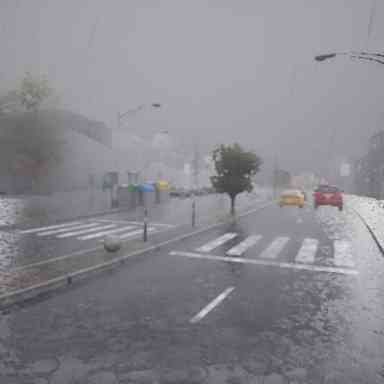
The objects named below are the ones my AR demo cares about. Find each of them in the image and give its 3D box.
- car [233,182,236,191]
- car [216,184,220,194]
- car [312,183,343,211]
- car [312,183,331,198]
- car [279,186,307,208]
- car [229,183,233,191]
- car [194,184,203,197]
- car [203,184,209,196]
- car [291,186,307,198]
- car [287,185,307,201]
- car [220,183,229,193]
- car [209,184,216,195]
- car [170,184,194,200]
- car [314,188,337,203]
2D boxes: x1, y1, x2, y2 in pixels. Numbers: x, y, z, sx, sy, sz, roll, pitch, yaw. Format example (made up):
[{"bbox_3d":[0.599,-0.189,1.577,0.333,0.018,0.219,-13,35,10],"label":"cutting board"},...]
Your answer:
[{"bbox_3d":[4.932,-0.762,61.356,4.892,1.521,2.231,0,2,-3],"label":"car"},{"bbox_3d":[1.421,-0.478,50.065,4.553,1.767,2.185,0,2,-1],"label":"car"},{"bbox_3d":[11.521,0.410,28.173,2.150,2.045,5.566,2,3,22],"label":"car"},{"bbox_3d":[18.439,-0.270,47.608,2.150,2.045,5.566,2,2,17],"label":"car"},{"bbox_3d":[9.088,0.556,30.207,1.882,1.535,5.008,2,3,21],"label":"car"},{"bbox_3d":[4.101,-0.660,58.518,4.892,1.521,2.231,0,2,-3],"label":"car"},{"bbox_3d":[-1.419,-0.037,41.692,4.892,1.521,2.231,0,2,0],"label":"car"},{"bbox_3d":[-0.442,-0.103,44.484,4.674,1.452,2.002,0,2,0],"label":"car"},{"bbox_3d":[15.696,-0.039,48.909,2.033,1.411,5.357,2,2,17],"label":"car"},{"bbox_3d":[12.693,0.076,39.994,2.097,1.767,4.553,2,2,19],"label":"car"},{"bbox_3d":[3.246,-0.558,55.690,4.892,1.521,2.231,0,2,-2],"label":"car"},{"bbox_3d":[0.525,-0.248,47.267,5.008,1.535,2.097,0,2,-1],"label":"car"},{"bbox_3d":[-2.469,0.097,38.920,4.792,1.488,2.163,0,2,1],"label":"car"},{"bbox_3d":[15.175,0.329,38.027,2.128,1.511,4.902,2,2,19],"label":"car"}]
